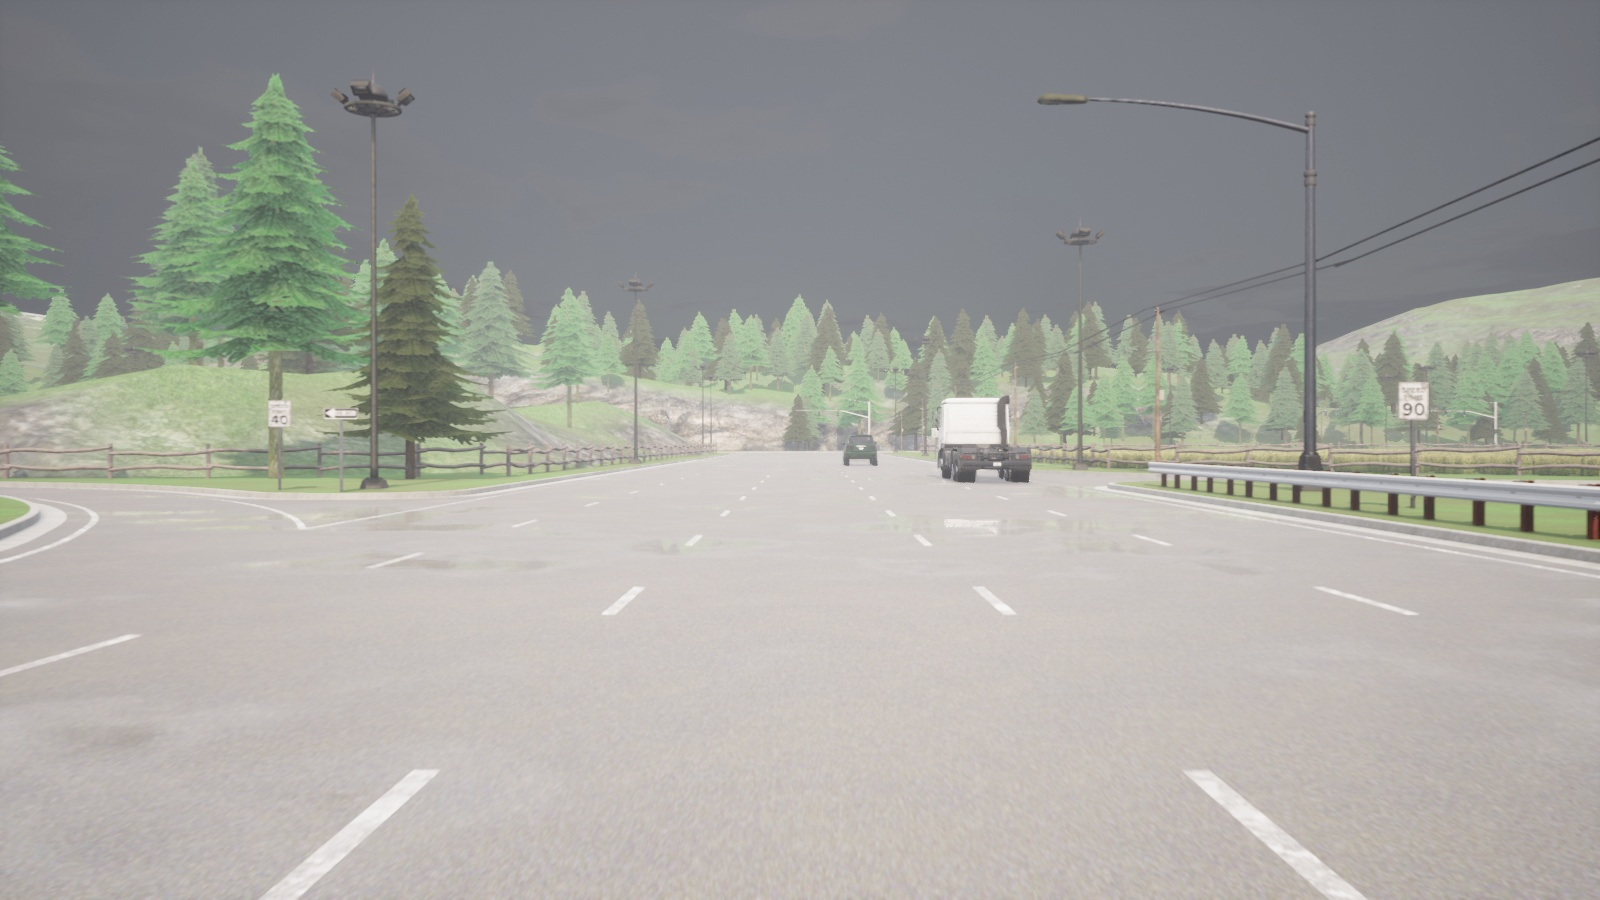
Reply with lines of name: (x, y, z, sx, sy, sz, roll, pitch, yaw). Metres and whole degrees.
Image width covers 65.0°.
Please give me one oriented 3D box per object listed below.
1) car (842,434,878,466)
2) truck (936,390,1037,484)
car: (3.990, -0.006, 84.118, 2.150, 2.045, 5.566, 0, 0, 0)
truck: (7.300, -0.513, 50.307, 2.891, 3.462, 7.936, 0, 0, 0)
